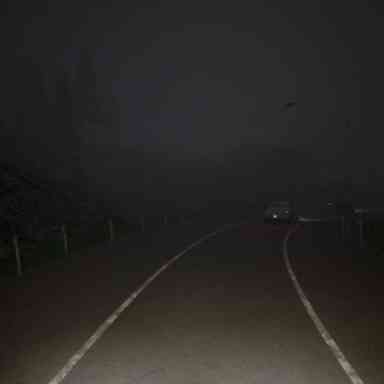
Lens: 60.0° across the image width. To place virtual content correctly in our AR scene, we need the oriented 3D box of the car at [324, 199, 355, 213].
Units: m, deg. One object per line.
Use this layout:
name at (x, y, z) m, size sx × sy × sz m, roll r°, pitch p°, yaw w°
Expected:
car at (16.981, 1.539, 38.096) m, size 4.902 × 1.511 × 2.128 m, roll 0°, pitch 3°, yaw -44°

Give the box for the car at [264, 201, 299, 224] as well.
car at (6.599, 1.420, 24.304) m, size 1.812 × 1.442 × 4.674 m, roll 3°, pitch 1°, yaw 27°
